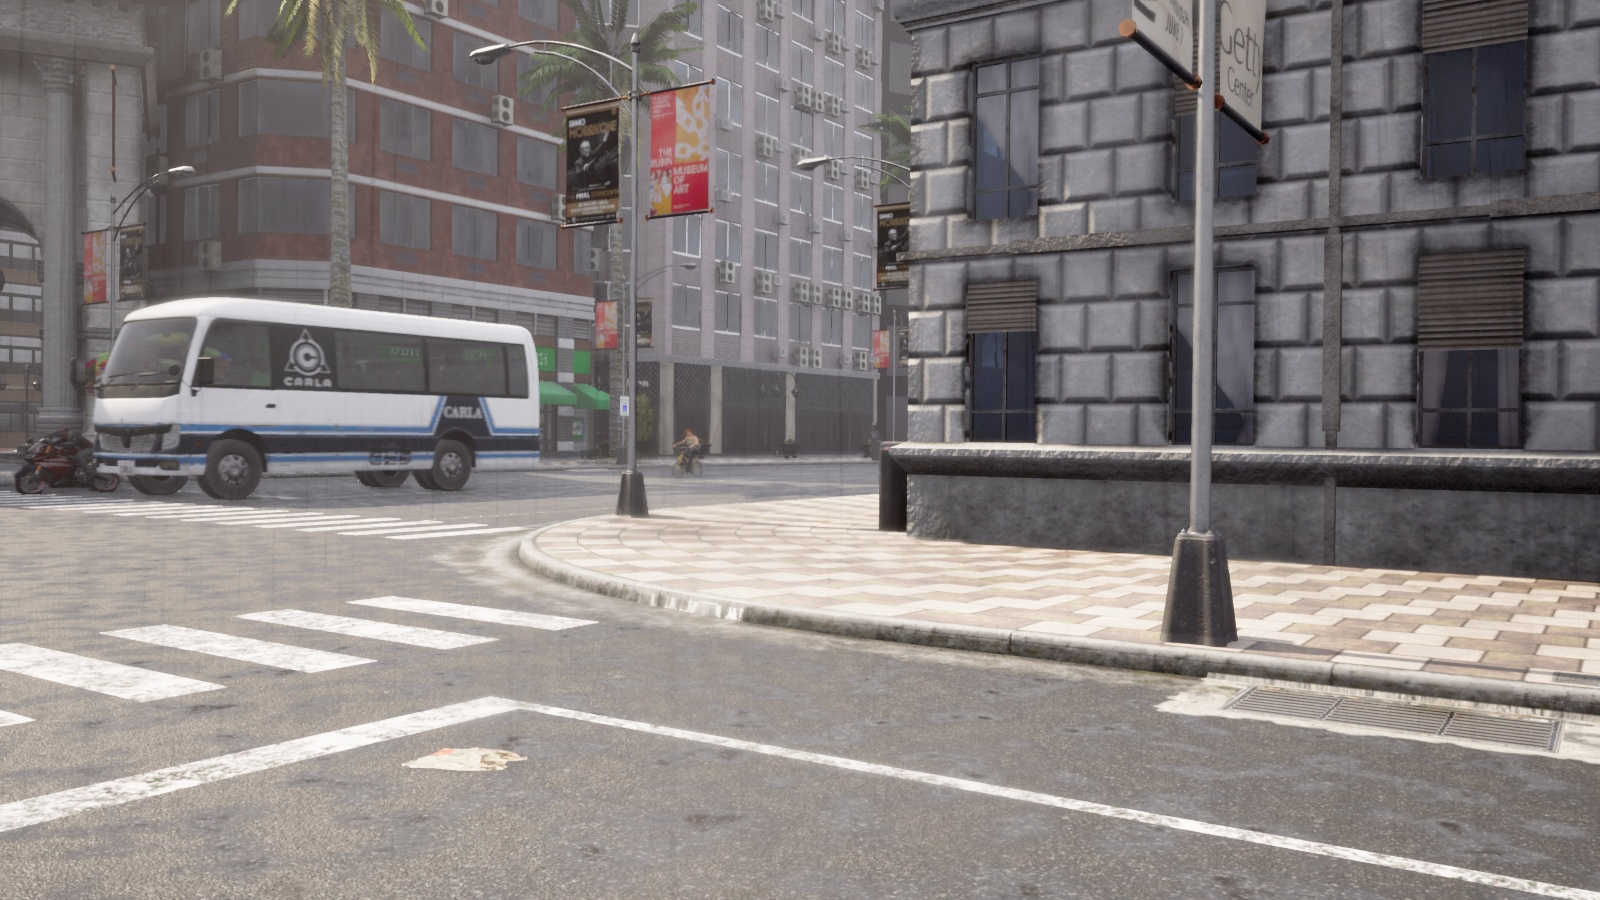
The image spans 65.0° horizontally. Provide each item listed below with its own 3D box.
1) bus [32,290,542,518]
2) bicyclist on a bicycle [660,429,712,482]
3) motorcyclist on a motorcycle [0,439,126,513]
[{"bbox_3d":[-11.075,-0.937,28.703,3.944,4.253,10.273,0,1,34],"label":"bus"},{"bbox_3d":[-3.596,0.158,39.748,0.866,1.612,1.509,0,1,34],"label":"bicyclist on a bicycle"},{"bbox_3d":[-16.105,0.537,27.508,0.866,1.530,2.191,0,1,34],"label":"motorcyclist on a motorcycle"}]
